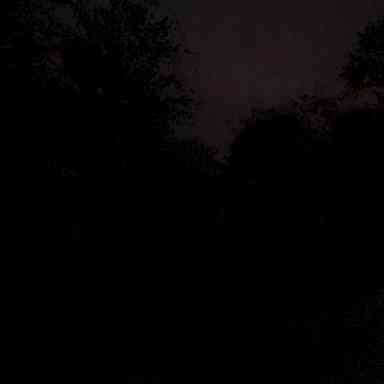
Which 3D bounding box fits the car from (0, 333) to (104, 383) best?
[{"bbox_3d":[-2.847,1.548,1.073,5.357,1.411,2.033,0,0,-35],"label":"car"}]
